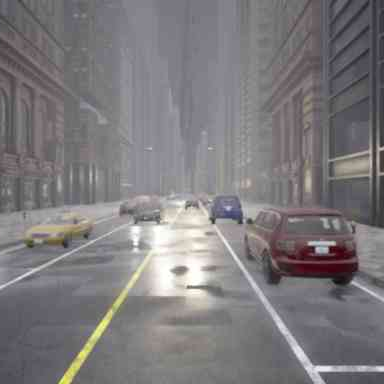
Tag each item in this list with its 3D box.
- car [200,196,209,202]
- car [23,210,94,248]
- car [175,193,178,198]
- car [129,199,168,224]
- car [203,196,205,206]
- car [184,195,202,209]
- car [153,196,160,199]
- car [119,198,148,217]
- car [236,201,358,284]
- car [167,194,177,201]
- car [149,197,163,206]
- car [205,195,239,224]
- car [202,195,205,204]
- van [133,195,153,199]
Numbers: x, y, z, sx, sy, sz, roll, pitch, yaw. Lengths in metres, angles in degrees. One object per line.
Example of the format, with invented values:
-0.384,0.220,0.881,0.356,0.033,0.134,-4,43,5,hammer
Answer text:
2.759,1.611,76.884,1.947,1.339,4.313,0,0,0,car
-5.762,1.528,14.897,1.752,1.417,4.829,0,0,0,car
-5.767,1.629,93.725,1.947,1.339,4.313,0,0,0,car
-3.100,1.511,24.640,1.837,1.490,4.892,0,0,0,car
2.761,1.543,43.342,1.752,1.417,4.829,0,0,0,car
0.020,1.524,44.729,1.837,1.490,4.892,0,0,0,car
-5.764,1.568,43.159,2.008,1.369,4.403,0,0,0,car
-5.763,1.555,31.922,1.887,1.381,4.507,0,0,0,car
2.763,1.316,9.460,2.192,1.841,5.009,0,0,0,car
-5.767,1.639,88.106,1.802,1.307,4.206,0,0,0,car
-5.765,1.549,54.226,1.752,1.417,4.829,0,0,0,car
2.393,1.235,24.712,2.150,2.045,5.566,0,0,0,car
2.760,1.606,54.409,1.802,1.307,4.206,0,0,0,car
-5.764,1.355,37.541,1.690,1.788,3.998,0,0,0,van
